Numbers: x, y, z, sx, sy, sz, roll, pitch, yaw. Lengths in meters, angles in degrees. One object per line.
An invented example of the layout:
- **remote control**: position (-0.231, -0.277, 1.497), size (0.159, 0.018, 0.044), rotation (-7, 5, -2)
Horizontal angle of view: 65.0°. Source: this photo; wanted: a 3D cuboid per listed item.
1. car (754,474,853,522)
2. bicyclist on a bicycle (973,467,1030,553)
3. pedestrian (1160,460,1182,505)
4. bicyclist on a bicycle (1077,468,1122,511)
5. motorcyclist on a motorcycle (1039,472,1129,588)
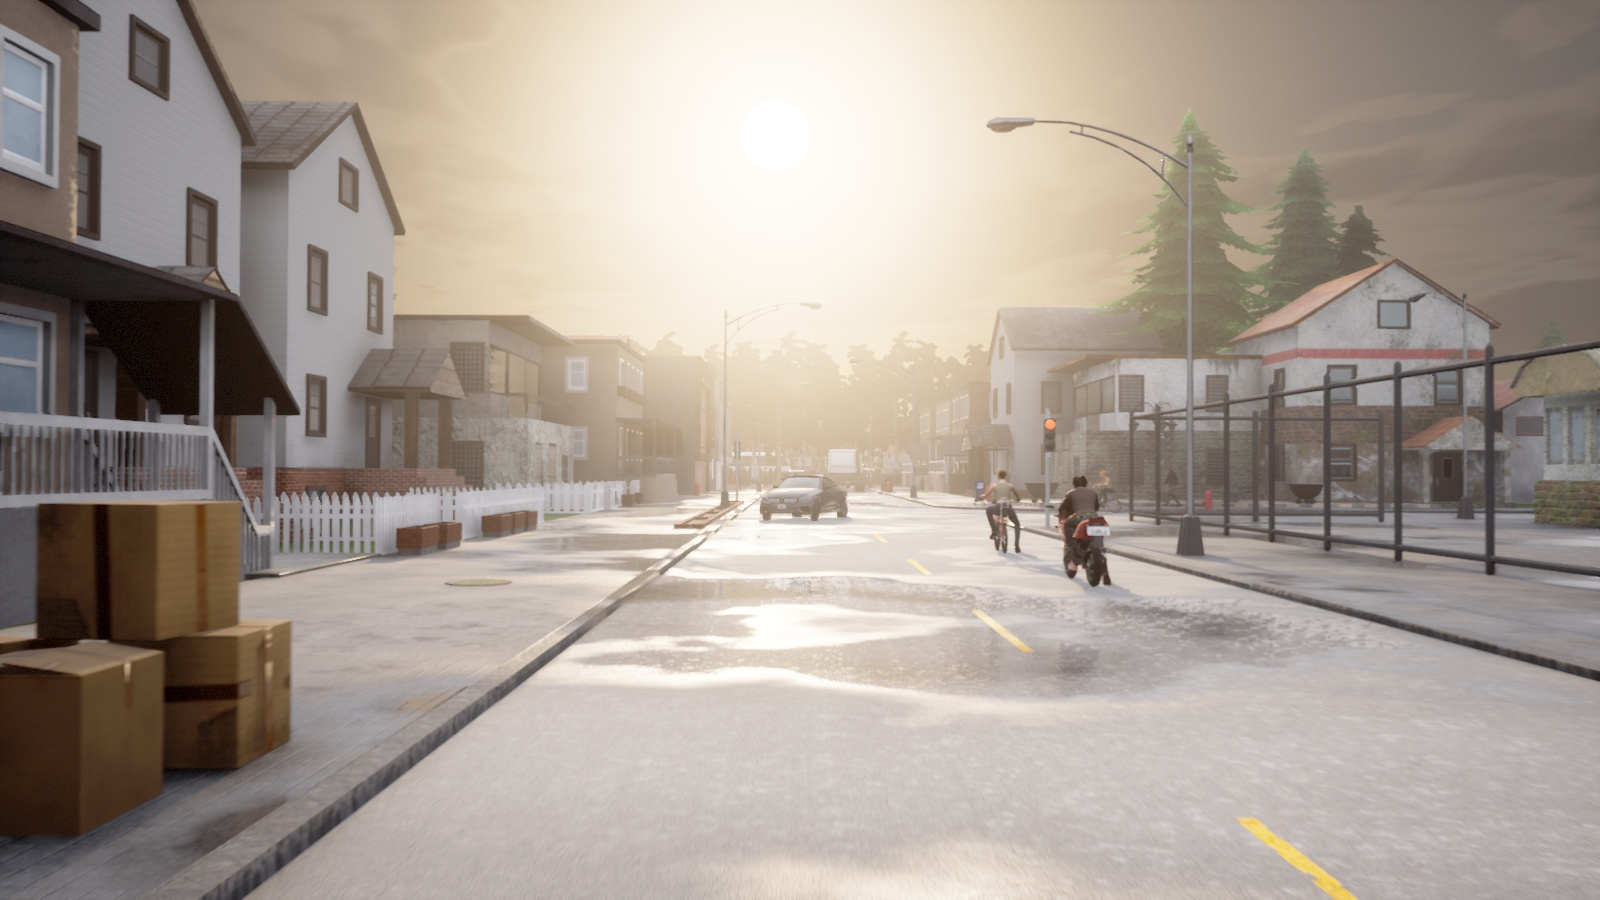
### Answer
- **car**: position (0.202, 1.524, 40.841), size (1.812, 1.442, 4.674), rotation (-1, -1, 19)
- **bicyclist on a bicycle**: position (3.899, 1.144, 24.401), size (0.866, 1.612, 1.509), rotation (0, -1, 1)
- **pedestrian**: position (15.349, 1.327, 51.968), size (0.726, 1.842, 0.402), rotation (0, -1, -13)
- **bicyclist on a bicycle**: position (11.342, 1.503, 47.610), size (1.509, 1.612, 0.866), rotation (0, -1, 0)
- **motorcyclist on a motorcycle**: position (3.957, 1.077, 17.668), size (0.797, 1.523, 2.044), rotation (0, -1, 0)
